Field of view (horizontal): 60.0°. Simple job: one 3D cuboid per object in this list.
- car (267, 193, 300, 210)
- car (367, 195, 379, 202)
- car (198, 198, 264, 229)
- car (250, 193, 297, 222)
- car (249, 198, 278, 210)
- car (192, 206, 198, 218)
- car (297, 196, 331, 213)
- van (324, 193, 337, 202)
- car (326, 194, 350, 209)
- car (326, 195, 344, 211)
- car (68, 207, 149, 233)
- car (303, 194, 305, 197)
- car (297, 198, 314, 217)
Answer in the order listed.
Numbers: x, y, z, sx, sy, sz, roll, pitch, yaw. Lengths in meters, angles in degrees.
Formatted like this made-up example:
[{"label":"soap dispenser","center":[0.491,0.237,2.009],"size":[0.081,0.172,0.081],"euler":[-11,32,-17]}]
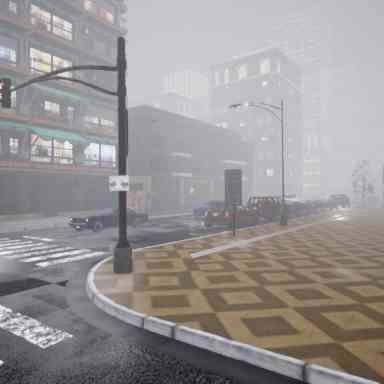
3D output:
[{"label":"car","center":[11.777,1.154,42.348],"size":[2.150,2.045,5.566],"euler":[-1,-1,37]},{"label":"car","center":[35.721,1.334,65.741],"size":[1.887,1.381,4.507],"euler":[-1,0,36]},{"label":"car","center":[2.523,1.352,20.729],"size":[1.967,1.590,4.097],"euler":[-1,0,36]},{"label":"car","center":[5.842,1.216,25.231],"size":[2.192,1.841,5.009],"euler":[-1,0,36]},{"label":"car","center":[9.361,1.489,43.274],"size":[1.752,1.417,4.829],"euler":[-1,0,36]},{"label":"car","center":[1.999,1.444,29.143],"size":[1.882,1.535,5.008],"euler":[-1,-1,36]},{"label":"car","center":[12.483,1.421,34.232],"size":[1.887,1.381,4.507],"euler":[-1,0,36]},{"label":"van","center":[29.378,1.229,70.419],"size":[1.690,1.788,3.998],"euler":[-1,0,36]},{"label":"car","center":[19.121,1.167,43.236],"size":[2.192,1.841,5.009],"euler":[-1,0,36]},{"label":"car","center":[15.803,1.415,38.733],"size":[2.008,1.369,4.403],"euler":[-1,0,36]},{"label":"car","center":[-4.873,1.592,19.834],"size":[1.895,1.301,4.718],"euler":[-1,0,37]},{"label":"car","center":[22.640,1.439,61.279],"size":[1.752,1.417,4.829],"euler":[-1,0,36]},{"label":"car","center":[9.164,1.471,29.731],"size":[1.802,1.307,4.206],"euler":[-1,0,36]}]
